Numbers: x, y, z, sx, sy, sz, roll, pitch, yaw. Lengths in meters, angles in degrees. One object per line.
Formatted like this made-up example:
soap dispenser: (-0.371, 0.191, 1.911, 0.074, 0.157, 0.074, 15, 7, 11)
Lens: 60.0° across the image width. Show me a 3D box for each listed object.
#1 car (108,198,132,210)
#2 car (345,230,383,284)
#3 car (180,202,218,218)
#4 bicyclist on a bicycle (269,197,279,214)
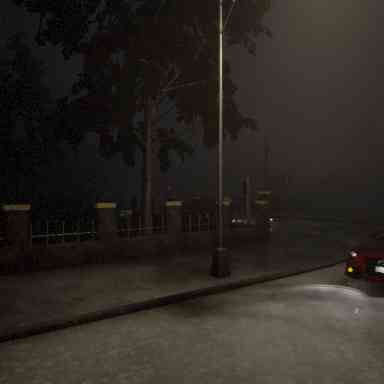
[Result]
car: (-9.233, 1.493, 42.336, 2.128, 1.511, 4.902, 0, 0, -35)
car: (5.809, 1.564, 8.705, 4.181, 1.385, 1.994, 0, 0, -39)
car: (0.656, 1.564, 28.347, 1.994, 1.385, 4.181, 0, 0, -35)
bicyclist on a bicycle: (7.994, 1.349, 32.513, 1.656, 1.620, 0.582, 0, 0, -36)
